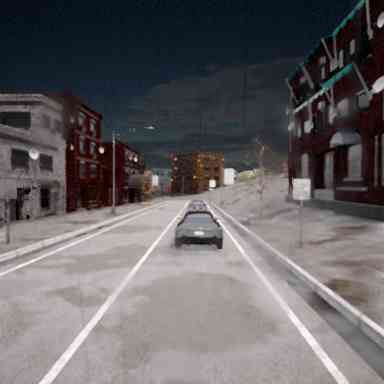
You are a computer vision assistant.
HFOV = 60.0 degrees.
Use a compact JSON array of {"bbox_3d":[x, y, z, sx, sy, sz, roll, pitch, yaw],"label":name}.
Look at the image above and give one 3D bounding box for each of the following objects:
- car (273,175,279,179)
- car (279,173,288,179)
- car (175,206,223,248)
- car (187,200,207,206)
[{"bbox_3d":[23.653,-3.802,87.696,2.097,1.535,5.008,0,1,-3],"label":"car"},{"bbox_3d":[24.045,-3.820,82.184,2.185,1.767,4.553,0,1,-4],"label":"car"},{"bbox_3d":[0.294,1.546,14.731,1.994,1.385,4.181,0,0,1],"label":"car"},{"bbox_3d":[0.528,1.508,32.475,2.033,1.411,5.357,0,0,1],"label":"car"}]
